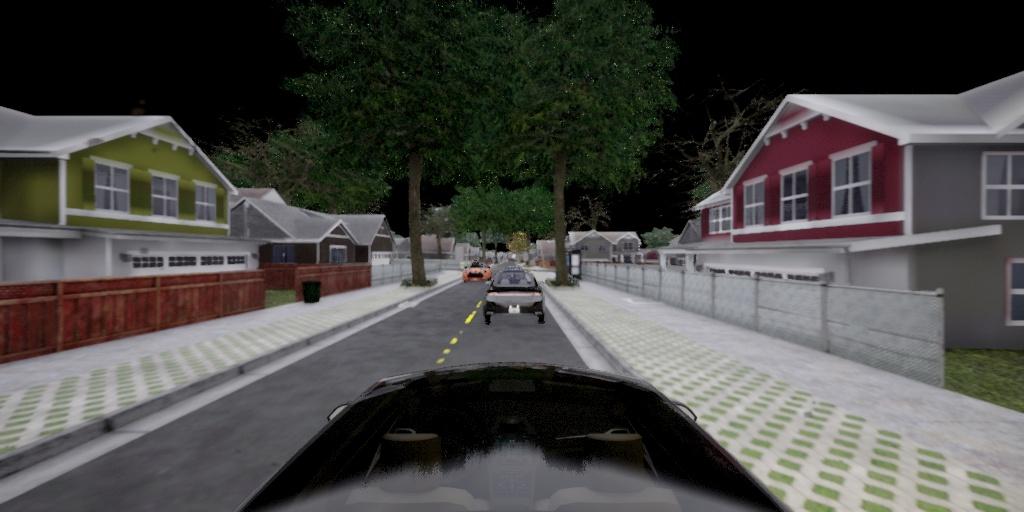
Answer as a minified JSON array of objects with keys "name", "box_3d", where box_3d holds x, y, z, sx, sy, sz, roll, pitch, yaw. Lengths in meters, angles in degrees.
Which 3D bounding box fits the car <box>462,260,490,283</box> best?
[{"name":"car","box_3d":[-2.845,1.235,29.949,2.097,1.767,4.553,0,0,0]}]

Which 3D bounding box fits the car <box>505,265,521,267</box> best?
[{"name":"car","box_3d":[0.081,1.412,26.931,2.033,1.411,5.357,0,0,0]}]

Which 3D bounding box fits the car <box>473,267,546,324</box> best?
[{"name":"car","box_3d":[0.078,1.280,12.205,2.128,1.511,4.902,0,0,0]}]
